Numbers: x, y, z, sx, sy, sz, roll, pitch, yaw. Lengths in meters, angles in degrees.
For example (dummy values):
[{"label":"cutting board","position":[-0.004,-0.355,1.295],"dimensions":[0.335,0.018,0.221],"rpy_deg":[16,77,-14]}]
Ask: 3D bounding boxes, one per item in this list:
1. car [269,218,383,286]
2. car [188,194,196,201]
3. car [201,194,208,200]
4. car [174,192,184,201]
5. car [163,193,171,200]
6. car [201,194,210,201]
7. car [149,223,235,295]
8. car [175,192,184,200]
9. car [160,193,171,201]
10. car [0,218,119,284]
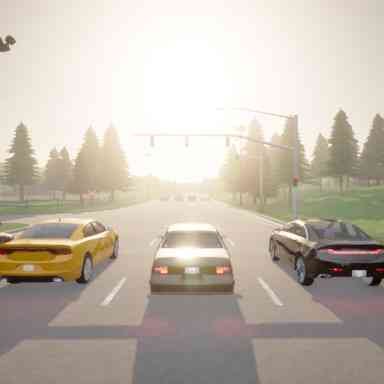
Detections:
[{"label":"car","position":[3.512,1.492,9.393],"dimensions":[2.128,1.511,4.902],"rpy_deg":[0,0,0]},{"label":"car","position":[0.003,1.346,83.912],"dimensions":[2.097,1.767,4.553],"rpy_deg":[0,0,0]},{"label":"car","position":[3.504,1.356,93.978],"dimensions":[1.812,1.442,4.674],"rpy_deg":[0,0,0]},{"label":"car","position":[-3.497,1.469,83.559],"dimensions":[1.882,1.535,5.008],"rpy_deg":[0,0,0]},{"label":"car","position":[-6.996,1.187,93.949],"dimensions":[2.097,1.767,4.553],"rpy_deg":[0,0,0]},{"label":"car","position":[3.503,1.516,83.975],"dimensions":[1.812,1.442,4.674],"rpy_deg":[0,0,0]},{"label":"car","position":[0.005,1.547,8.873],"dimensions":[2.033,1.411,5.357],"rpy_deg":[0,0,0]},{"label":"car","position":[-3.496,1.057,94.009],"dimensions":[2.150,2.045,5.566],"rpy_deg":[0,0,0]},{"label":"car","position":[-6.997,1.492,83.559],"dimensions":[1.837,1.490,4.892],"rpy_deg":[0,0,0]},{"label":"car","position":[-3.487,1.478,9.627],"dimensions":[1.882,1.535,5.008],"rpy_deg":[0,0,1]}]
